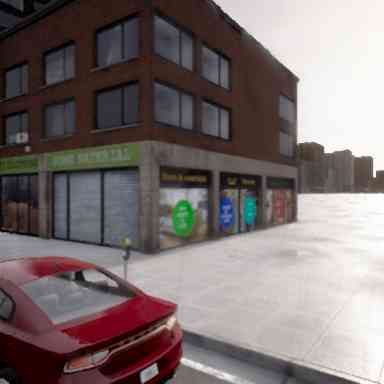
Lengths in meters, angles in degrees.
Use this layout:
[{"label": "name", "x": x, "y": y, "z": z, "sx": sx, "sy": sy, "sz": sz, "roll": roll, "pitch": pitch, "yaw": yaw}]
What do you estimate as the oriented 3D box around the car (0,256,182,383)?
[{"label": "car", "x": -2.214, "y": 1.543, "z": 4.393, "sx": 4.507, "sy": 1.381, "sz": 1.887, "roll": 0, "pitch": 0, "yaw": 36}]
